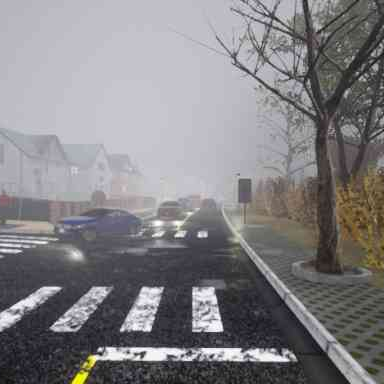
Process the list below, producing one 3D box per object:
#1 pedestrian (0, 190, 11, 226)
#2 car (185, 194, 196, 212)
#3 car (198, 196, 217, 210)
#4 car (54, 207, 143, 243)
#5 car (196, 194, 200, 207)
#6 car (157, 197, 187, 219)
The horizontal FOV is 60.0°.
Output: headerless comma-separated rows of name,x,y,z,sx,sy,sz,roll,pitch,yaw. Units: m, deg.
pedestrian,-9.543,0.769,16.887,0.375,1.860,0.375,0,-3,0
car,-1.024,1.434,40.347,2.097,1.767,4.553,0,0,5
car,2.285,1.586,44.450,1.882,1.535,5.008,0,0,5
car,-4.318,1.480,16.162,1.812,1.442,4.674,3,-1,31
car,0.306,1.394,53.679,2.150,2.045,5.566,0,-1,7
car,-1.832,1.508,29.356,1.882,1.535,5.008,0,0,4
